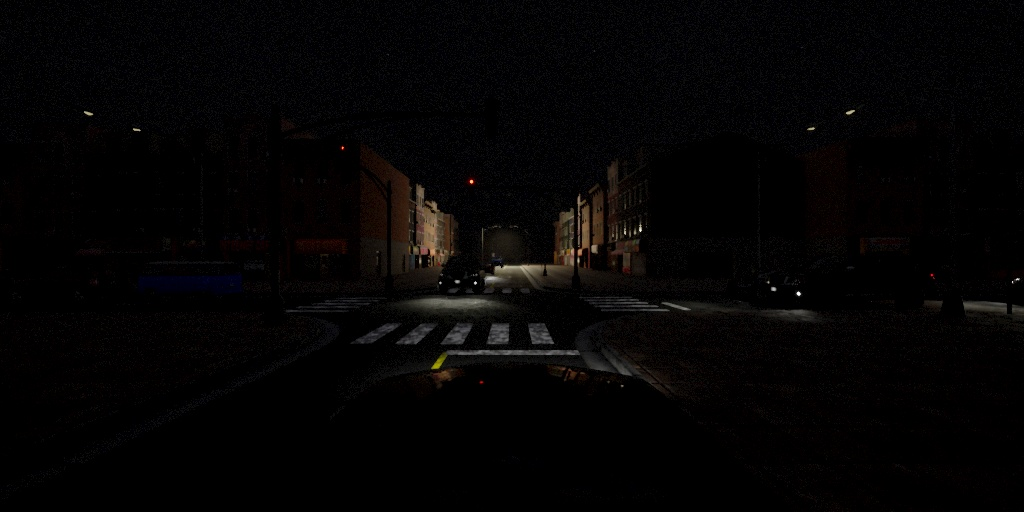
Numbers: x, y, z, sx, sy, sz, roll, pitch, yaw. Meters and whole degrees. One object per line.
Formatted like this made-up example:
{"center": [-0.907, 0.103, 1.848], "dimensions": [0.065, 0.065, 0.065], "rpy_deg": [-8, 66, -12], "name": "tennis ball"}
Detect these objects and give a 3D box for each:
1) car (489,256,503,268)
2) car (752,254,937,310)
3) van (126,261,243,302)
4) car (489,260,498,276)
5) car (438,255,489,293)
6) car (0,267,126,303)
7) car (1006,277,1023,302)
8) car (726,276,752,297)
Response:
{"center": [-2.648, 1.035, 61.629], "dimensions": [2.150, 2.045, 5.566], "rpy_deg": [0, -1, 0], "name": "car"}
{"center": [12.972, 0.935, 13.998], "dimensions": [5.566, 2.045, 2.150], "rpy_deg": [0, 0, 0], "name": "car"}
{"center": [-14.716, 1.124, 16.454], "dimensions": [3.998, 1.789, 1.690], "rpy_deg": [0, 0, 0], "name": "van"}
{"center": [-2.780, 1.373, 37.704], "dimensions": [1.895, 1.301, 4.718], "rpy_deg": [0, 0, 0], "name": "car"}
{"center": [-2.819, 0.982, 21.250], "dimensions": [2.150, 2.045, 5.566], "rpy_deg": [0, 0, 0], "name": "car"}
{"center": [-20.191, 1.239, 16.438], "dimensions": [4.097, 1.591, 1.967], "rpy_deg": [0, 0, 0], "name": "car"}
{"center": [22.656, 1.048, 14.022], "dimensions": [4.553, 1.767, 2.097], "rpy_deg": [0, 0, 0], "name": "car"}
{"center": [12.286, 1.267, 16.532], "dimensions": [4.403, 1.370, 2.007], "rpy_deg": [0, 0, 0], "name": "car"}
